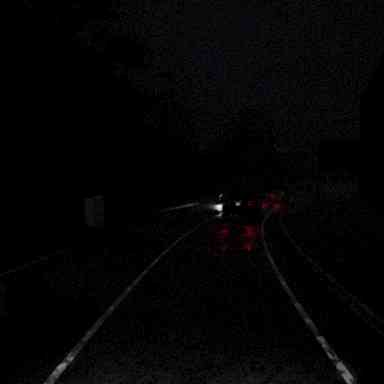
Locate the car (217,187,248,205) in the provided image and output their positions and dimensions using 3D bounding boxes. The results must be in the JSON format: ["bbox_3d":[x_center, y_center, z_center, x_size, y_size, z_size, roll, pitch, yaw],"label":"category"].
[{"bbox_3d":[4.538,0.364,36.820,2.097,1.767,4.553,3,3,24],"label":"car"}]

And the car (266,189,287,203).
[{"bbox_3d":[10.589,0.398,41.020,1.801,1.575,5.366,3,3,27],"label":"car"}]

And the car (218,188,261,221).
[{"bbox_3d":[3.567,0.787,23.346,2.150,2.045,5.566,2,2,15],"label":"car"}]
